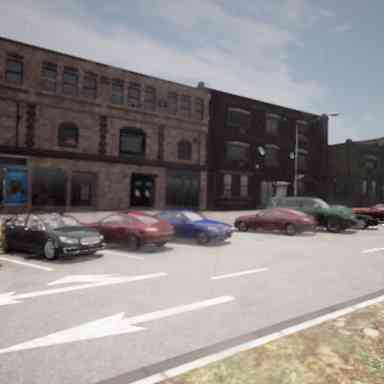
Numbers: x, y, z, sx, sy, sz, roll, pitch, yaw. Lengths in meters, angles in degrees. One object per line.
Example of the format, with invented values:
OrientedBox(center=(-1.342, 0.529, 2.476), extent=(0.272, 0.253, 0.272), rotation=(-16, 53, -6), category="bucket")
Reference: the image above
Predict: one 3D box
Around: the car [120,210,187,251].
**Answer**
OrientedBox(center=(-2.815, 1.550, 14.033), extent=(4.674, 1.452, 2.002), rotation=(-1, -1, 35), category="car")

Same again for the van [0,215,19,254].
OrientedBox(center=(-7.674, 1.246, 10.522), extent=(4.442, 1.987, 1.878), rotation=(-1, -1, 34), category="van")

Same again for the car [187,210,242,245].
OrientedBox(center=(-0.323, 1.569, 15.747), extent=(4.674, 1.452, 2.002), rotation=(-1, -1, 36), category="car")

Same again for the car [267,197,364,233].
OrientedBox(center=(7.242, 1.332, 20.766), extent=(5.566, 2.045, 2.435), rotation=(-1, -1, 37), category="car")

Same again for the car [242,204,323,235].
OrientedBox(center=(4.693, 1.605, 19.107), extent=(4.674, 1.452, 2.002), rotation=(-1, -1, 36), category="car")

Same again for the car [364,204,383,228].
OrientedBox(center=(9.749, 1.602, 22.427), extent=(5.008, 1.535, 2.097), rotation=(-1, -1, 37), category="car")

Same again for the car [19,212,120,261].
OrientedBox(center=(-5.302, 1.493, 12.324), extent=(4.892, 1.521, 2.231), rotation=(-1, -1, 35), category="car")
